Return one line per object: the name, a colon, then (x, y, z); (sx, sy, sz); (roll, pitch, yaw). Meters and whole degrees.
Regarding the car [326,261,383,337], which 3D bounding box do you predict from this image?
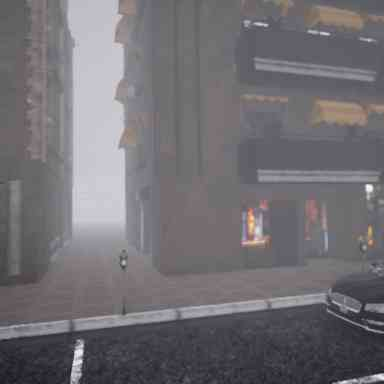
car: (4.633, 1.719, 6.171); (4.403, 1.369, 2.008); (0, -2, -16)
